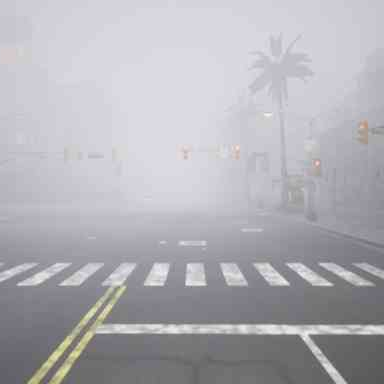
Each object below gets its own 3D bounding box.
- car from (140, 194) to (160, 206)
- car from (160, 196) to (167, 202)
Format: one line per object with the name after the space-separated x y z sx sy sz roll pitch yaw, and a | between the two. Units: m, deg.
-6.926 1.323 53.688 2.150 2.045 5.566 0 2 0 | car
-6.895 1.535 78.109 2.033 1.411 5.357 0 0 0 | car
